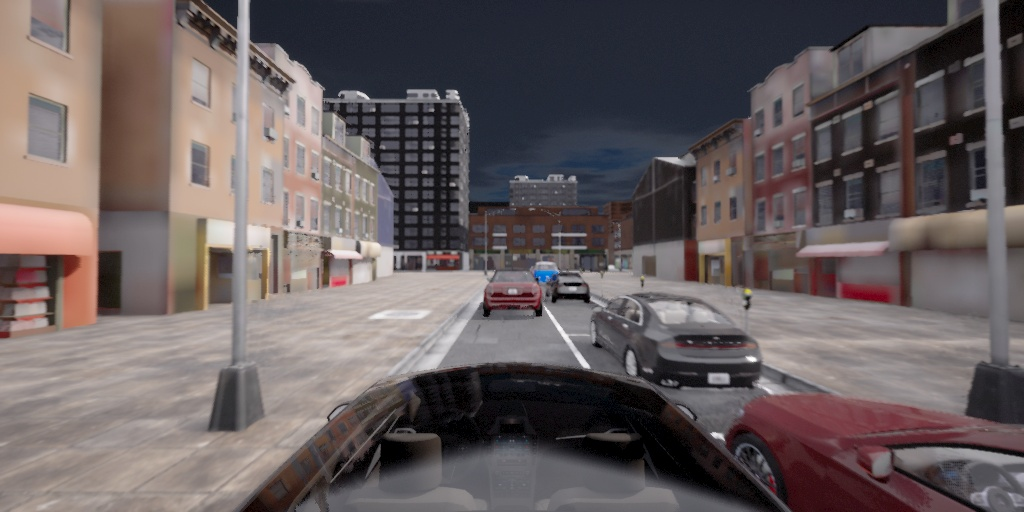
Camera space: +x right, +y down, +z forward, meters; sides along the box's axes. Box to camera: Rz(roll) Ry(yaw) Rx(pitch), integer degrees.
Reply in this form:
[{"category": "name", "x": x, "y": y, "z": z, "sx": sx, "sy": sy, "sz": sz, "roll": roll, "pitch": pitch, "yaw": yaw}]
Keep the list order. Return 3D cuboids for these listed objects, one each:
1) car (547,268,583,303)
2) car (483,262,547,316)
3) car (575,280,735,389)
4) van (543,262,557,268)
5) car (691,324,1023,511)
[{"category": "car", "x": 2.633, "y": 1.483, "z": 17.631, "sx": 1.948, "sy": 1.339, "sz": 4.313, "roll": 0, "pitch": 0, "yaw": 0}, {"category": "car", "x": 0.043, "y": 1.231, "z": 14.183, "sx": 2.097, "sy": 1.767, "sz": 4.553, "roll": 0, "pitch": -1, "yaw": 0}, {"category": "car", "x": 2.636, "y": 1.353, "z": 6.756, "sx": 2.007, "sy": 1.370, "sz": 4.403, "roll": 0, "pitch": 0, "yaw": 0}, {"category": "van", "x": 2.630, "y": 1.378, "z": 28.505, "sx": 1.690, "sy": 1.789, "sz": 3.998, "roll": 0, "pitch": 0, "yaw": 0}, {"category": "car", "x": 2.638, "y": 1.328, "z": 1.320, "sx": 1.802, "sy": 1.307, "sz": 4.207, "roll": 0, "pitch": 0, "yaw": 0}]
